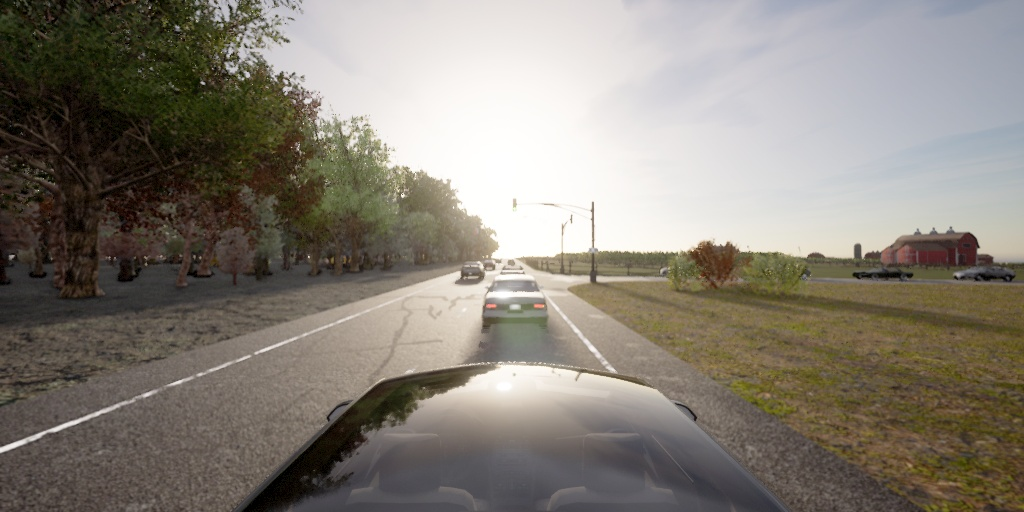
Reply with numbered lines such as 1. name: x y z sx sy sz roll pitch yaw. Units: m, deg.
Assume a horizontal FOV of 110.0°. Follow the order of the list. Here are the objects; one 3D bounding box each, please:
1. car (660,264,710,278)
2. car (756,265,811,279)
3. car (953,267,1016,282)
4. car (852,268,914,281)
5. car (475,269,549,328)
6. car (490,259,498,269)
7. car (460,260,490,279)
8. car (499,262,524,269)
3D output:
1. car: 17.930 1.507 37.046 4.902 1.511 2.128 1 -1 1
2. car: 27.915 1.628 36.999 4.892 1.490 1.837 1 -1 0
3. car: 48.493 1.839 36.897 4.902 1.511 2.128 1 -1 1
4. car: 38.100 1.836 36.966 4.718 1.301 1.895 1 -1 0
5. car: 0.076 1.303 11.322 2.033 1.411 5.357 0 0 0
6. car: -3.510 1.298 55.838 1.812 1.442 4.674 0 0 0
7. car: -3.461 1.258 32.224 2.128 1.511 4.902 0 0 0
8. car: 0.044 1.366 29.427 1.895 1.301 4.718 0 0 0
